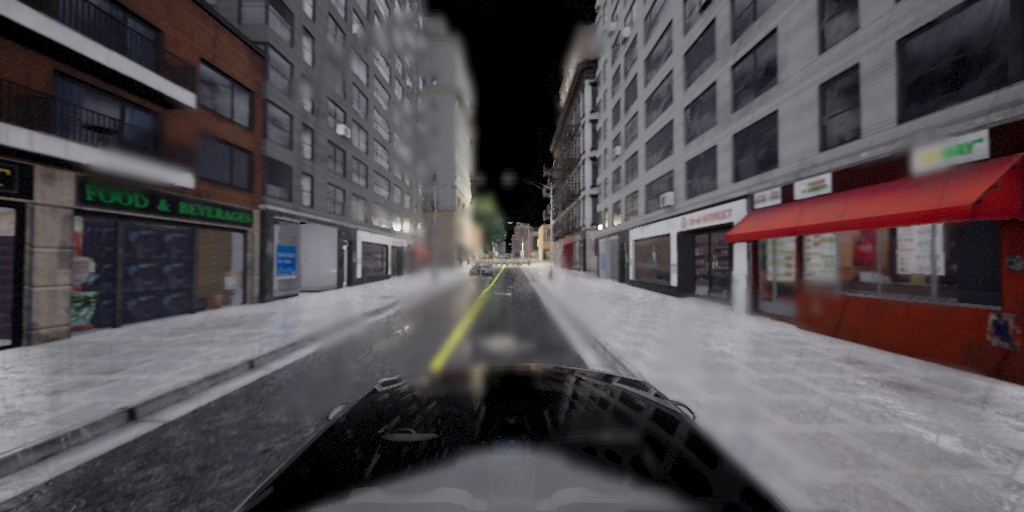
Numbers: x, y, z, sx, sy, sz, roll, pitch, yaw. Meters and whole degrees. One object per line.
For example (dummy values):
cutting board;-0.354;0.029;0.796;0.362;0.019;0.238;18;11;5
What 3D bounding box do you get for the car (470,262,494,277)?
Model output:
car;-2.765;1.264;33.998;1.994;1.385;4.181;0;0;0
